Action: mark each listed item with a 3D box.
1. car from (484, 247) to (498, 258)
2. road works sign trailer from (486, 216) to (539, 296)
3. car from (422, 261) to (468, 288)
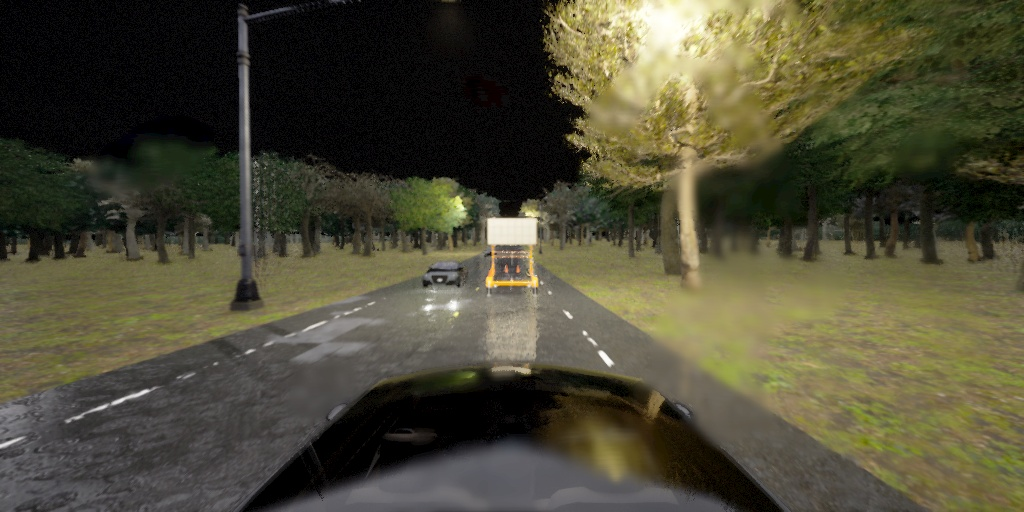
[{"bbox_3d":[-3.503,-0.684,60.474,2.097,1.767,4.553,0,3,1],"label":"car"},{"bbox_3d":[0.007,-0.085,16.999,2.380,3.560,2.880,0,0,0],"label":"road works sign trailer"},{"bbox_3d":[-3.580,0.947,19.761,1.994,1.385,4.181,0,1,0],"label":"car"}]
